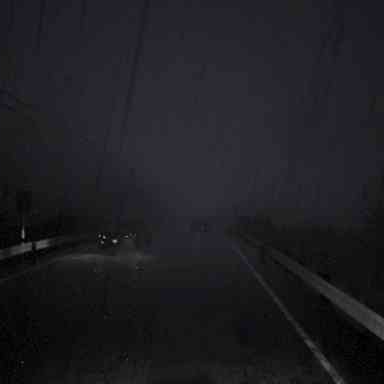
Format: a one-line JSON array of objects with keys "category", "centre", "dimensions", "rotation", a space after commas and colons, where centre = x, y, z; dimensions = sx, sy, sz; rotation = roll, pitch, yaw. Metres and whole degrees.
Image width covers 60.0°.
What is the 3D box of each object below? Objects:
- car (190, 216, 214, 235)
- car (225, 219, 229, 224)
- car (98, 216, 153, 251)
[{"category": "car", "centre": [0.865, 2.835, 28.333], "dimensions": [2.128, 1.511, 4.902], "rotation": [0, -4, 2]}, {"category": "car", "centre": [6.619, 3.749, 42.333], "dimensions": [5.008, 1.535, 1.882], "rotation": [1, -3, -18]}, {"category": "car", "centre": [-3.140, 1.990, 16.450], "dimensions": [1.837, 1.490, 4.892], "rotation": [0, -4, 3]}]
